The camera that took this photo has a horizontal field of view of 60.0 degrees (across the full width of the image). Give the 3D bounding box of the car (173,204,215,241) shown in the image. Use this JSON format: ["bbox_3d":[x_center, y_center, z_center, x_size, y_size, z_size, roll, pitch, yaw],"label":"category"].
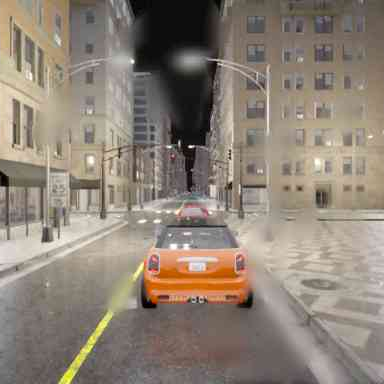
[{"bbox_3d":[0.084,1.476,17.656,1.882,1.535,5.008,0,0,0],"label":"car"}]

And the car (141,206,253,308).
[{"bbox_3d":[0.089,1.351,8.056,2.097,1.767,4.553,0,0,0],"label":"car"}]
